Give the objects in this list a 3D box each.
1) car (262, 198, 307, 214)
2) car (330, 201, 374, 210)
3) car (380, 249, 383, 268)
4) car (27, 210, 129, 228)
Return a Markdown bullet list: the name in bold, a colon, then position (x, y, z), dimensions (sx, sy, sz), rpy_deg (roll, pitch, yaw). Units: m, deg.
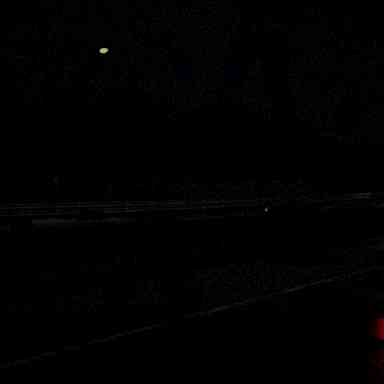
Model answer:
- **car**: position (8.719, 1.328, 31.347), dimensions (4.902, 1.511, 2.128), rpy_deg (-1, 1, -34)
- **car**: position (12.228, 1.410, 25.267), dimensions (4.181, 1.385, 1.994), rpy_deg (-1, 1, -34)
- **car**: position (6.940, 1.586, 8.622), dimensions (4.718, 1.301, 1.895), rpy_deg (0, 0, -35)
- **car**: position (-5.776, 1.594, 17.041), dimensions (4.718, 1.301, 1.895), rpy_deg (0, 0, -35)
